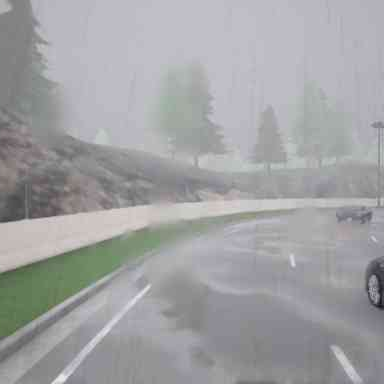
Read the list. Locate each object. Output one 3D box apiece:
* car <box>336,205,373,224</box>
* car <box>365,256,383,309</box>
[{"bbox_3d":[12.495,1.624,25.368,1.895,1.301,4.718,1,0,36],"label":"car"},{"bbox_3d":[4.265,1.525,4.907,1.837,1.490,4.892,0,0,7],"label":"car"}]
